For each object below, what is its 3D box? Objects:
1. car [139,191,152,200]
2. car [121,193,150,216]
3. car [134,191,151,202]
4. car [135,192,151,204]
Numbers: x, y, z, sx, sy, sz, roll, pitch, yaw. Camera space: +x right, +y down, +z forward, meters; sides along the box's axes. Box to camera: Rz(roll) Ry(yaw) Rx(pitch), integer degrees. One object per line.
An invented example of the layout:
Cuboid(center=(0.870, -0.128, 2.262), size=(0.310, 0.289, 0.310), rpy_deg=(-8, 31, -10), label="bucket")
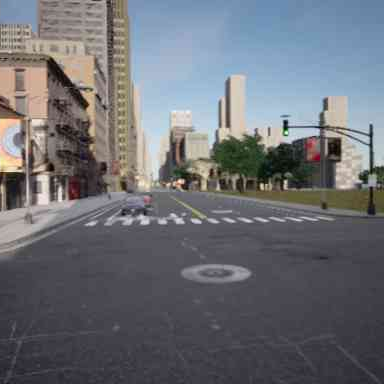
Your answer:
Cuboid(center=(-7.663, 0.610, 54.926), size=(1.895, 1.301, 4.718), rpy_deg=(-1, 1, -6), label="car")
Cuboid(center=(-4.594, 1.037, 26.861), size=(1.812, 1.442, 4.674), rpy_deg=(-1, 1, -6), label="car")
Cuboid(center=(-5.596, 0.702, 35.853), size=(2.097, 1.767, 4.553), rpy_deg=(-1, 1, -6), label="car")
Cuboid(center=(-6.599, 0.753, 44.851), size=(1.994, 1.385, 4.181), rpy_deg=(-1, 1, -6), label="car")
